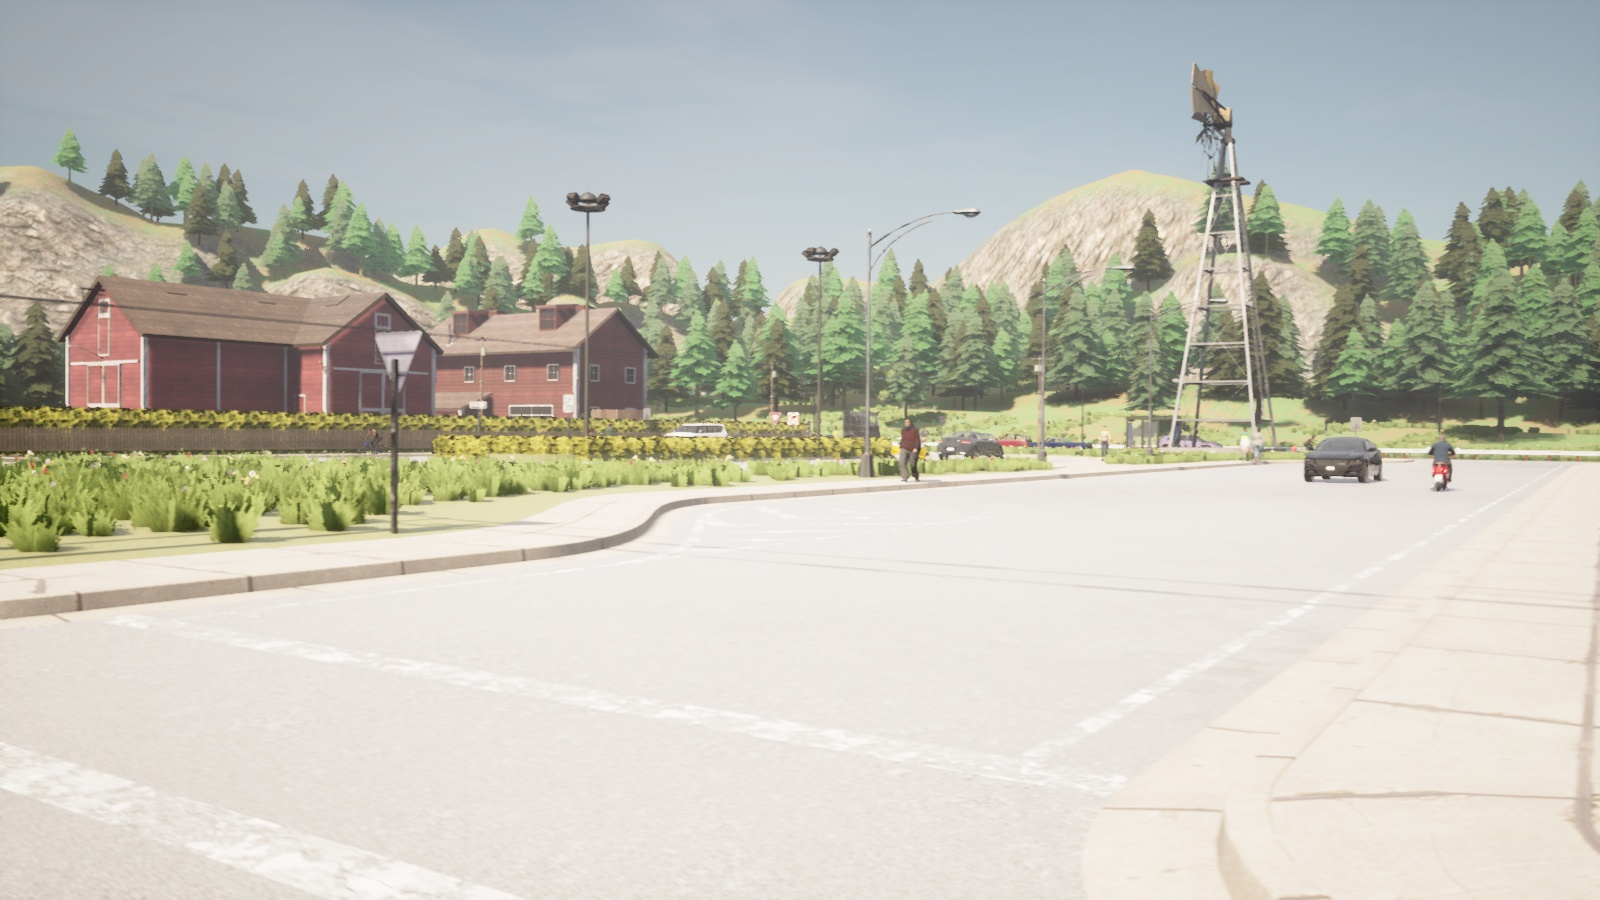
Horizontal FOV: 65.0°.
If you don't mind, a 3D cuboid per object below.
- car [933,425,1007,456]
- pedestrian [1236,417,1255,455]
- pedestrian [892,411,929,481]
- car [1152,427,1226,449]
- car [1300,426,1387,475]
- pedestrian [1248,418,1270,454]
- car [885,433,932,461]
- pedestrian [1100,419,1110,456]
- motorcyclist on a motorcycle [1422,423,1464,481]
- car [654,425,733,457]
[{"bbox_3d":[9.483,-0.543,69.811,2.152,1.651,5.027,0,1,33],"label":"car"},{"bbox_3d":[23.561,-0.742,66.464,0.659,1.952,0.873,0,1,43],"label":"pedestrian"},{"bbox_3d":[2.971,-0.109,33.766,0.634,1.844,0.899,0,1,32],"label":"pedestrian"},{"bbox_3d":[28.863,-0.884,93.131,4.856,1.649,2.033,0,1,34],"label":"car"},{"bbox_3d":[18.300,-0.036,42.159,1.882,1.535,5.008,0,1,33],"label":"car"},{"bbox_3d":[24.223,-0.746,66.338,0.874,1.855,0.900,0,1,36],"label":"pedestrian"},{"bbox_3d":[5.528,-0.148,63.712,1.481,1.376,2.207,0,1,33],"label":"car"},{"bbox_3d":[15.201,-0.617,62.593,0.345,1.836,0.594,0,1,24],"label":"pedestrian"},{"bbox_3d":[18.226,0.032,35.574,0.866,1.590,1.817,0,1,33],"label":"motorcyclist on a motorcycle"},{"bbox_3d":[-6.930,-0.638,82.555,2.150,2.045,5.566,0,1,33],"label":"car"}]
